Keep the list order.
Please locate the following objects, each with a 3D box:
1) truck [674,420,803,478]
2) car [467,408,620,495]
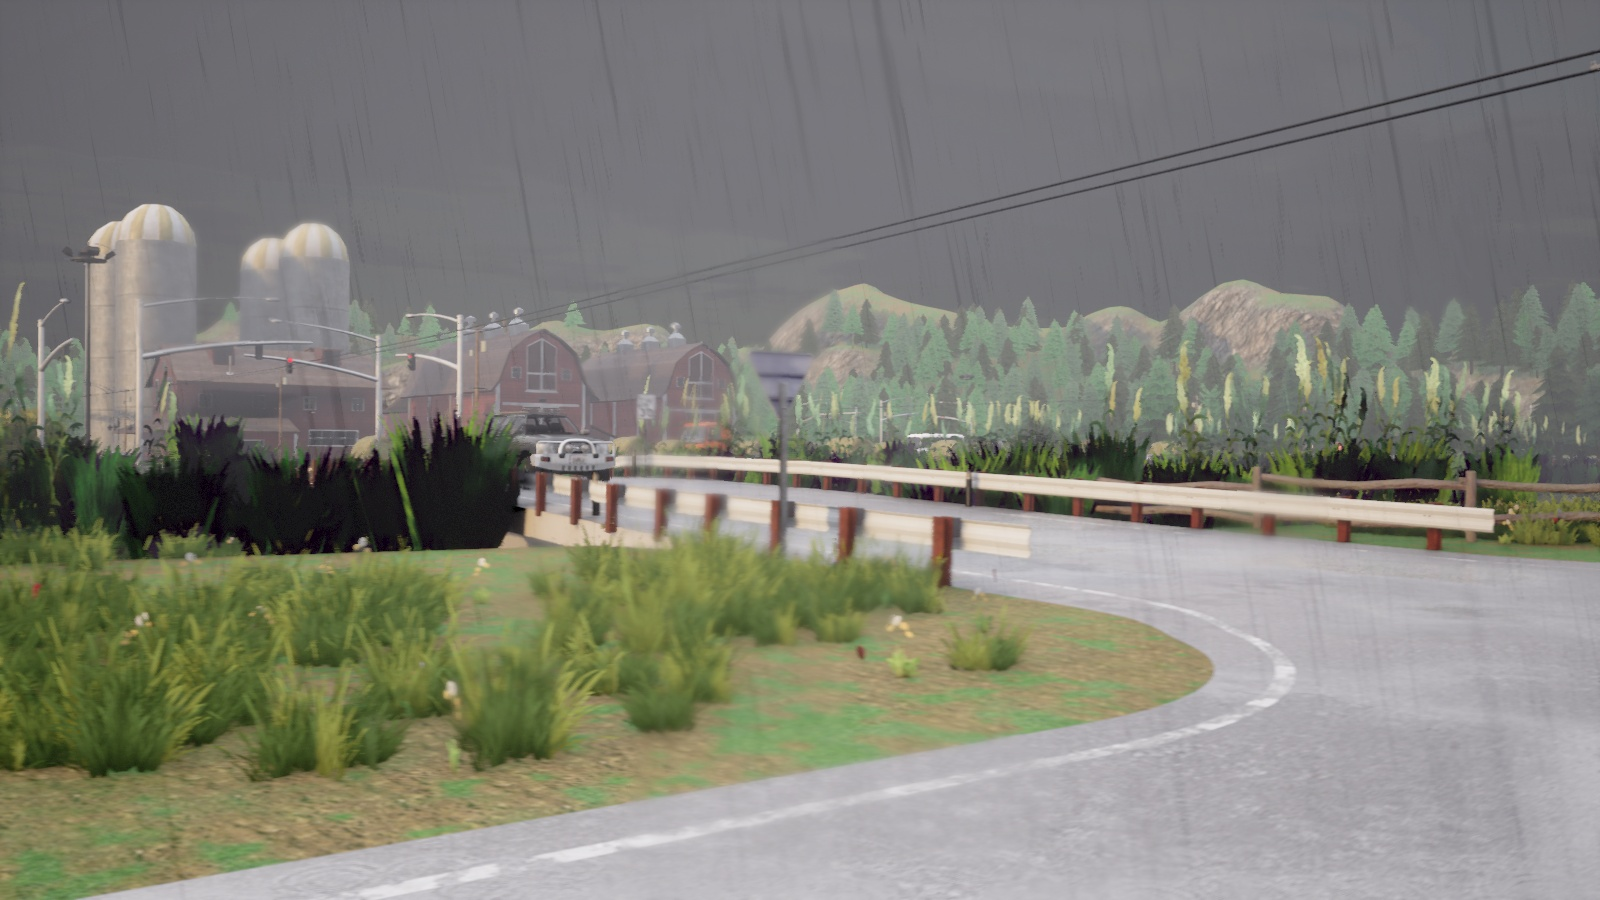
[{"bbox_3d":[-3.805,-0.064,79.399,7.936,3.462,2.891,0,0,-38],"label":"truck"},{"bbox_3d":[-6.094,-0.010,29.421,1.932,1.855,4.605,0,1,-33],"label":"car"}]
